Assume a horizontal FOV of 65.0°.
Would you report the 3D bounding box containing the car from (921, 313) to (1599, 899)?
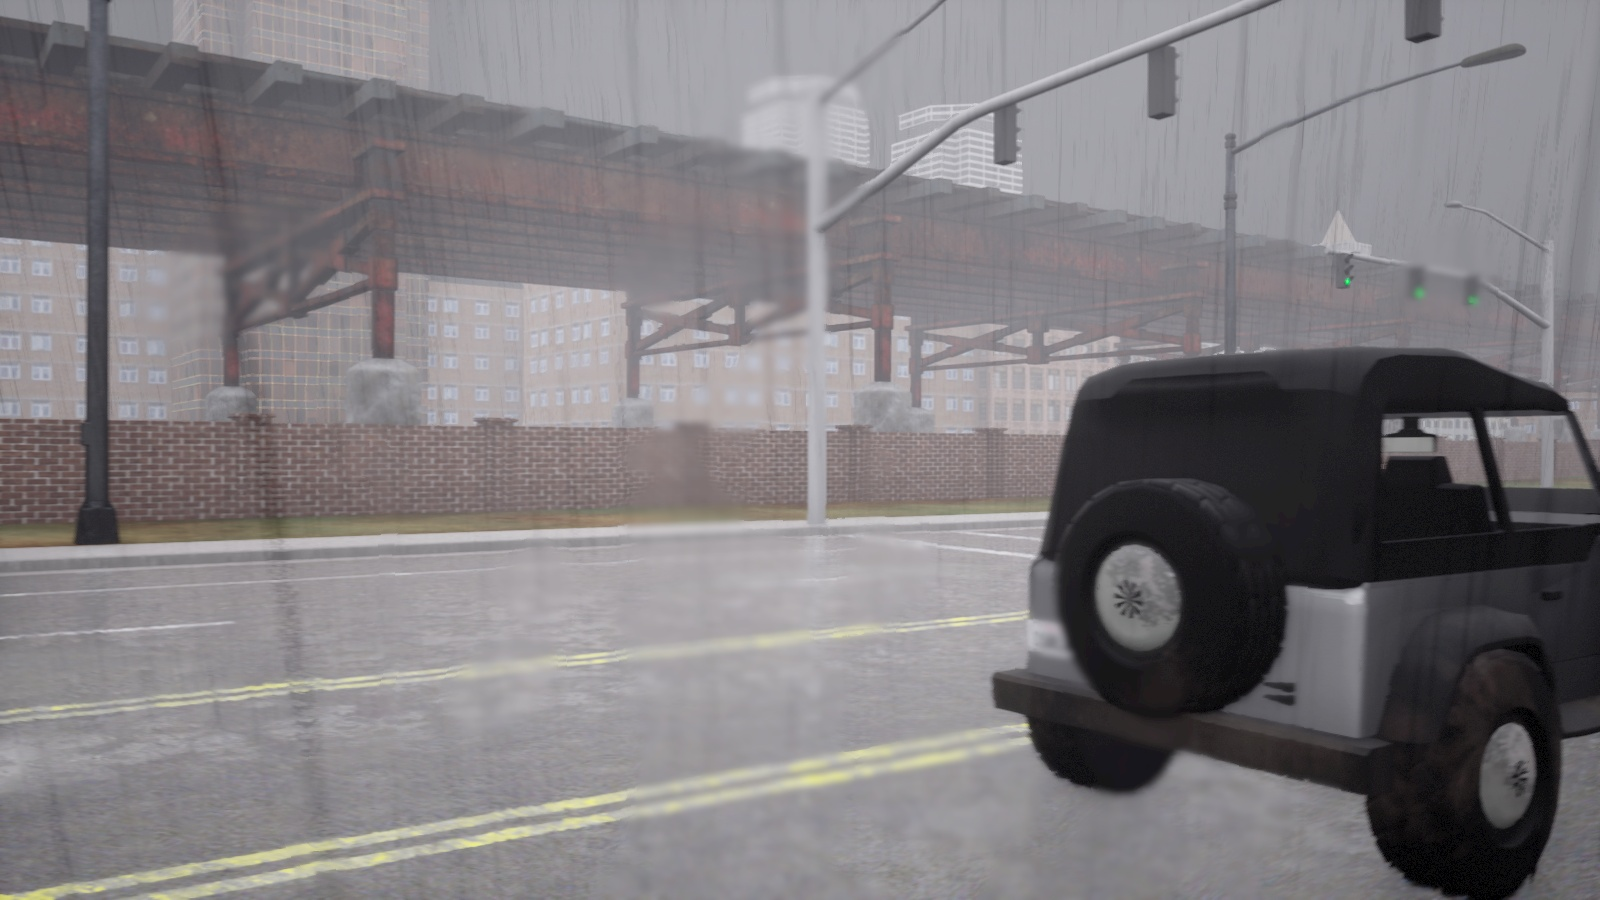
[{"bbox_3d":[2.633,0.549,5.493,3.866,1.878,1.905,0,0,-35],"label":"car"}]
